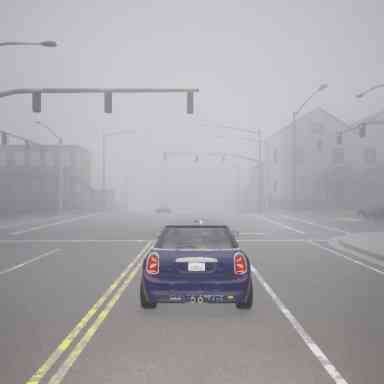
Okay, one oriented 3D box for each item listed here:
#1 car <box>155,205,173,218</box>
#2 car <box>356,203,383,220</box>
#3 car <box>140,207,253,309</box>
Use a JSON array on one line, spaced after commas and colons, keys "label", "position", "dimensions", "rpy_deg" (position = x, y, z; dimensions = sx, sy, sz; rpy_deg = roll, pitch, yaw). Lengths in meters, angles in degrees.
[{"label": "car", "position": [-3.539, 2.570, 42.529], "dimensions": [1.895, 1.301, 4.718], "rpy_deg": [0, -8, 0]}, {"label": "car", "position": [16.640, 1.547, 27.622], "dimensions": [5.357, 1.411, 2.033], "rpy_deg": [0, 0, -1]}, {"label": "car", "position": [0.096, 1.352, 8.044], "dimensions": [2.097, 1.767, 4.553], "rpy_deg": [0, 0, 0]}]
